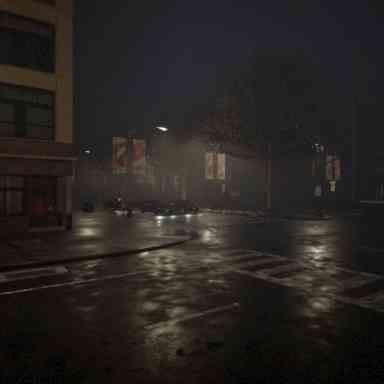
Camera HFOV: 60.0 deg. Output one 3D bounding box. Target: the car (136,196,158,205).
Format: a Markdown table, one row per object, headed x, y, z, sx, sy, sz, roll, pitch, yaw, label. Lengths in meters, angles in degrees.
| x | y | z | sx | sy | sz | roll | pitch | yaw | label |
| --- | --- | --- | --- | --- | --- | --- | --- | --- | --- |
| -8.190 | 1.481 | 59.840 | 1.882 | 1.535 | 5.008 | 0 | 0 | -36 | car |

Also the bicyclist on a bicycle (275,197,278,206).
| x | y | z | sx | sy | sz | roll | pitch | yaw | label |
| --- | --- | --- | --- | --- | --- | --- | --- | --- | --- |
| 12.512 | 1.305 | 50.584 | 1.656 | 1.620 | 0.582 | 0 | 0 | -36 | bicyclist on a bicycle |

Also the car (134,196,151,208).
| x | y | z | sx | sy | sz | roll | pitch | yaw | label |
| --- | --- | --- | --- | --- | --- | --- | --- | --- | --- |
| -6.981 | 1.603 | 44.365 | 1.895 | 1.301 | 4.718 | 0 | 0 | -35 | car |

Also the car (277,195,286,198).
| x | y | z | sx | sy | sz | roll | pitch | yaw | label |
| --- | --- | --- | --- | --- | --- | --- | --- | --- | --- |
| 18.279 | 1.326 | 69.210 | 2.002 | 1.452 | 4.674 | 0 | 0 | -36 | car |

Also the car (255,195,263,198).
| x | y | z | sx | sy | sz | roll | pitch | yaw | label |
| --- | --- | --- | --- | --- | --- | --- | --- | --- | --- |
| 17.442 | 1.469 | 83.142 | 1.895 | 1.301 | 4.718 | 0 | 0 | -36 | car |

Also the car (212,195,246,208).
| x | y | z | sx | sy | sz | roll | pitch | yaw | label |
| --- | --- | --- | --- | --- | --- | --- | --- | --- | --- |
| 5.216 | 1.551 | 47.382 | 2.033 | 1.411 | 5.357 | 0 | 0 | -36 | car |

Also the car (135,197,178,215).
| x | y | z | sx | sy | sz | roll | pitch | yaw | label |
| --- | --- | --- | --- | --- | --- | --- | --- | --- | --- |
| -3.704 | 1.527 | 33.777 | 1.812 | 1.442 | 4.674 | 0 | 0 | -35 | car |

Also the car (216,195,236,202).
| x | y | z | sx | sy | sz | roll | pitch | yaw | label |
| --- | --- | --- | --- | --- | --- | --- | --- | --- | --- |
| 7.796 | 1.418 | 76.684 | 2.161 | 1.482 | 4.786 | 0 | 0 | -36 | car |

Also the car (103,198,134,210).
| x | y | z | sx | sy | sz | roll | pitch | yaw | label |
| --- | --- | --- | --- | --- | --- | --- | --- | --- | --- |
| -9.691 | 1.493 | 42.140 | 2.128 | 1.511 | 4.902 | 0 | 0 | -35 | car |

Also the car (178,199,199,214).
| x | y | z | sx | sy | sz | roll | pitch | yaw | label |
| --- | --- | --- | --- | --- | --- | --- | --- | --- | --- |
| -1.136 | 1.507 | 36.210 | 1.837 | 1.490 | 4.892 | 0 | 0 | -36 | car |
